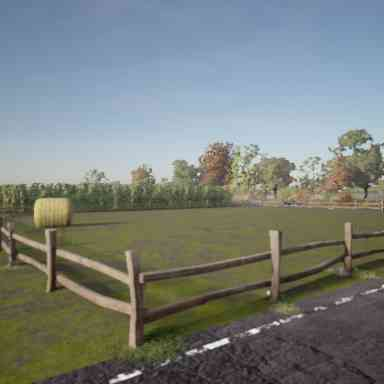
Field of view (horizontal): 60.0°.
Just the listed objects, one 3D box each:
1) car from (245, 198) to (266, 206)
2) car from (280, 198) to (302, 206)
[{"bbox_3d":[13.707,2.158,70.256,1.895,1.301,4.718,-1,0,-22],"label":"car"},{"bbox_3d":[18.991,1.993,64.213,2.128,1.511,4.902,-1,0,-25],"label":"car"}]
